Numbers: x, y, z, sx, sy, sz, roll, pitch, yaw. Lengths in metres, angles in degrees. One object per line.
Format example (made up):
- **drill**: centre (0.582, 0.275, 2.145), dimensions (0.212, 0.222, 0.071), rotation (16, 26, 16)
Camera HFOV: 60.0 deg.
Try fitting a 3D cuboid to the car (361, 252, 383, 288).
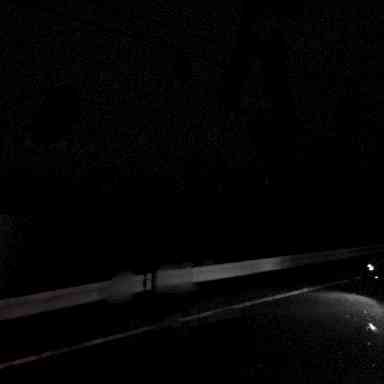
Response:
- **car**: centre (6.590, 1.720, 8.519), dimensions (5.357, 1.411, 2.033), rotation (2, -1, -34)
